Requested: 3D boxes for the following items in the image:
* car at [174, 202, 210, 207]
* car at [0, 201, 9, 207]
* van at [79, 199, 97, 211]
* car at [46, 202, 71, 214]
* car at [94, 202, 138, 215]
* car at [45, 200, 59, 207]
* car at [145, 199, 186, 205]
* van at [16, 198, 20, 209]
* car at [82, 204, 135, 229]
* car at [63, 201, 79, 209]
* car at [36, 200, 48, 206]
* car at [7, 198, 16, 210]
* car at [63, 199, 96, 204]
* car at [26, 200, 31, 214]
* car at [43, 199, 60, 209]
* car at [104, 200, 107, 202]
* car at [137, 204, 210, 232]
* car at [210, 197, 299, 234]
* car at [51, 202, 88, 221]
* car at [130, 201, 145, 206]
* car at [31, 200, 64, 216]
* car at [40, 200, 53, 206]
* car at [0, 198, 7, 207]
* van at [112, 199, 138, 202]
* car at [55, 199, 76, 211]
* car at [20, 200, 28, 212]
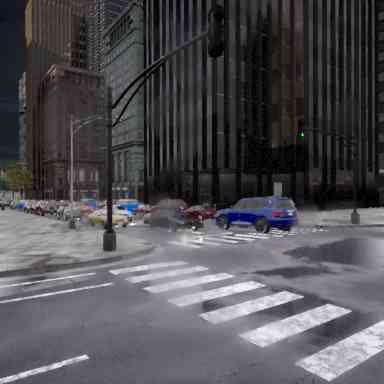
[{"bbox_3d":[0.630,1.828,29.473,1.887,1.381,4.507,-1,0,-35],"label":"car"},{"bbox_3d":[-44.332,2.773,78.092,1.802,1.307,4.206,-1,0,-35],"label":"car"},{"bbox_3d":[-17.012,2.038,54.384,1.690,1.788,3.998,-1,0,-35],"label":"van"},{"bbox_3d":[-18.871,2.146,46.918,2.128,1.511,4.902,0,-1,-35],"label":"car"},{"bbox_3d":[-7.012,1.902,30.122,1.812,1.442,4.674,0,-1,-35],"label":"car"},{"bbox_3d":[-31.662,2.596,74.969,1.947,1.339,4.313,-1,0,-35],"label":"car"},{"bbox_3d":[-2.315,1.668,33.625,2.192,1.841,5.009,-1,0,-35],"label":"car"},{"bbox_3d":[-26.129,2.124,52.436,1.690,1.788,3.998,-1,0,-35],"label":"van"},{"bbox_3d":[-6.233,1.843,24.408,1.752,1.417,4.829,-1,0,-35],"label":"car"},{"bbox_3d":[-22.630,2.408,62.242,1.802,1.307,4.206,-1,0,-35],"label":"car"},{"bbox_3d":[-37.684,2.711,83.454,2.008,1.369,4.403,-1,0,-35],"label":"car"},{"bbox_3d":[-31.886,2.355,60.550,1.967,1.590,4.097,-1,0,-35],"label":"car"},{"bbox_3d":[-12.890,1.867,38.417,2.097,1.767,4.553,0,-1,-35],"label":"car"},{"bbox_3d":[-20.470,2.197,44.468,1.887,1.381,4.507,-1,0,-35],"label":"car"},{"bbox_3d":[-27.011,2.240,63.831,2.097,1.767,4.553,0,-1,-35],"label":"car"},{"bbox_3d":[-11.133,1.875,46.080,2.192,1.841,5.009,-1,0,-35],"label":"car"},{"bbox_3d":[-1.414,1.791,22.180,2.033,1.411,5.357,0,-1,-35],"label":"car"},{"bbox_3d":[3.844,1.374,20.371,2.150,2.045,5.566,0,-2,-35],"label":"car"},{"bbox_3d":[-11.986,2.004,32.515,2.008,1.369,4.403,-1,0,-35],"label":"car"},{"bbox_3d":[-5.249,2.004,37.777,1.802,1.307,4.206,-1,0,-35],"label":"car"},{"bbox_3d":[-17.647,1.901,40.484,2.192,1.841,5.009,-1,0,-35],"label":"car"},{"bbox_3d":[-34.674,2.662,79.212,1.947,1.339,4.313,-1,0,-35],"label":"car"},{"bbox_3d":[-41.221,2.668,73.707,1.887,1.381,4.507,-1,0,-35],"label":"car"},{"bbox_3d":[-8.194,1.833,41.929,1.690,1.788,3.998,-1,0,-35],"label":"van"},{"bbox_3d":[-21.289,2.109,55.784,2.097,1.767,4.553,0,-1,-36],"label":"car"},{"bbox_3d":[-23.299,2.158,48.452,1.967,1.590,4.097,-1,0,-35],"label":"car"}]
